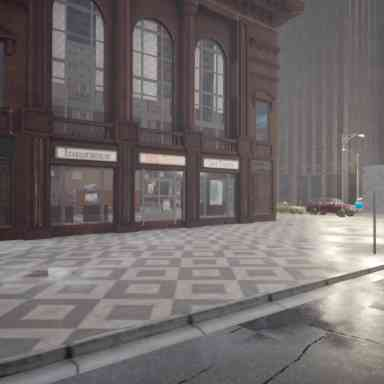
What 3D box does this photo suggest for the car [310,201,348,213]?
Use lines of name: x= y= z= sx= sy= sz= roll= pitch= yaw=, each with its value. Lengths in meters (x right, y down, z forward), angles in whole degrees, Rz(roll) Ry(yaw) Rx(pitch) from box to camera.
car: x=17.670 y=1.899 z=43.116 sx=1.802 sy=1.307 sz=4.206 roll=-1 pitch=0 yaw=-35

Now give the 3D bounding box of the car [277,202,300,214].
car: x=10.809 y=1.799 z=38.052 sx=1.752 sy=1.417 sz=4.829 roll=0 pitch=0 yaw=-35

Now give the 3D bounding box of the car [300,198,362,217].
car: x=13.953 y=1.523 z=33.598 sx=2.192 sy=1.841 sz=5.009 roll=0 pitch=0 yaw=-35
